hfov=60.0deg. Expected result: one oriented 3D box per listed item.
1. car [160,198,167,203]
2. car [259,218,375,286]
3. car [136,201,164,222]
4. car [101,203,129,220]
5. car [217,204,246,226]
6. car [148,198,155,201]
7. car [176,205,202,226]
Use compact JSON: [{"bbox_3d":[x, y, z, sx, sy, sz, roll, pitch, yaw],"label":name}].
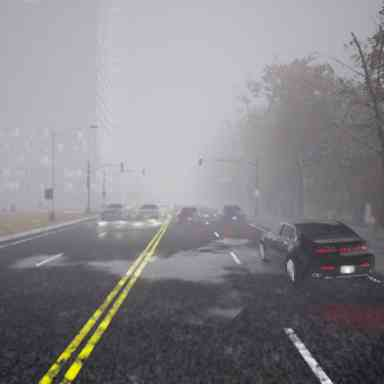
[{"bbox_3d":[-7.762,2.356,91.062,1.812,1.442,4.674,0,-1,-5],"label":"car"},{"bbox_3d":[3.288,1.542,9.721,1.837,1.490,4.892,-3,-2,-3],"label":"car"},{"bbox_3d":[-3.809,1.796,29.779,1.812,1.442,4.674,0,-1,-1],"label":"car"},{"bbox_3d":[-7.085,1.787,30.863,1.837,1.490,4.892,0,-1,-1],"label":"car"},{"bbox_3d":[2.956,1.672,25.712,1.812,1.442,4.674,-4,0,-1],"label":"car"},{"bbox_3d":[-10.995,2.370,90.735,2.033,1.411,5.357,0,-1,-5],"label":"car"},{"bbox_3d":[-0.257,1.757,25.497,1.812,1.442,4.674,0,-1,-2],"label":"car"}]
